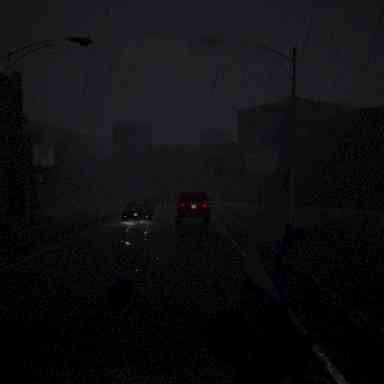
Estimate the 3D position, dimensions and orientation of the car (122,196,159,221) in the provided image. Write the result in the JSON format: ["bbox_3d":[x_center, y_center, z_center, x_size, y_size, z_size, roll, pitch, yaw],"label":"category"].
[{"bbox_3d":[-3.730,1.258,23.781,1.994,1.385,4.181,0,1,-2],"label":"car"}]

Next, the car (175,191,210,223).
[{"bbox_3d":[0.033,0.930,22.984,2.150,2.045,5.566,0,1,-1],"label":"car"}]

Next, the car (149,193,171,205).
[{"bbox_3d":[-4.283,0.853,40.649,2.128,1.511,4.902,-2,2,-31],"label":"car"}]
